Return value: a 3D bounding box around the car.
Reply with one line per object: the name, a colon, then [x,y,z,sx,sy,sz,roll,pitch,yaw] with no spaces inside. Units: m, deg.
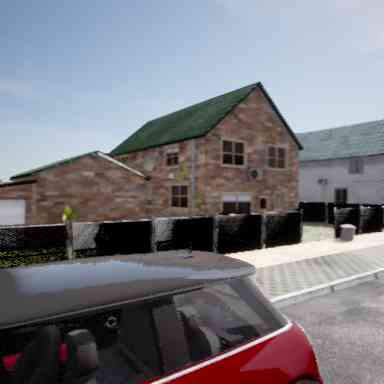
car: [-1.167,1.353,2.236,4.553,1.767,2.097,0,0,-36]
